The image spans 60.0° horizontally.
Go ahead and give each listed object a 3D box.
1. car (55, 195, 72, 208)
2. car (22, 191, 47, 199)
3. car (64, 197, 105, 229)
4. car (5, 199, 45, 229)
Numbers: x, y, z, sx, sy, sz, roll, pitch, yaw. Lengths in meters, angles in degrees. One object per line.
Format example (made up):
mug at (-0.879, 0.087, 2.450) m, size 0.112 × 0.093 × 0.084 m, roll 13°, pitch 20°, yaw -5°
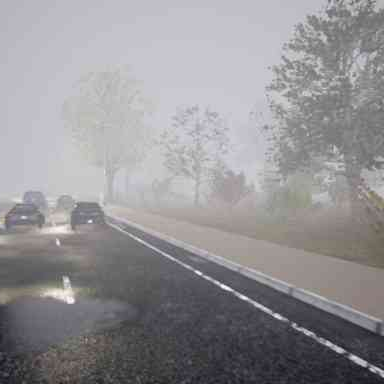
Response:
car at (-15.306, 1.099, 40.123) m, size 1.837 × 1.490 × 4.892 m, roll -1°, pitch 1°, yaw -24°
car at (-17.033, 0.875, 35.971) m, size 2.150 × 2.045 × 5.566 m, roll -1°, pitch 1°, yaw -24°
car at (-6.431, 1.304, 20.003) m, size 1.837 × 1.490 × 4.892 m, roll -1°, pitch 1°, yaw -24°
car at (-10.147, 1.373, 20.360) m, size 1.994 × 1.385 × 4.181 m, roll -1°, pitch 1°, yaw -24°
